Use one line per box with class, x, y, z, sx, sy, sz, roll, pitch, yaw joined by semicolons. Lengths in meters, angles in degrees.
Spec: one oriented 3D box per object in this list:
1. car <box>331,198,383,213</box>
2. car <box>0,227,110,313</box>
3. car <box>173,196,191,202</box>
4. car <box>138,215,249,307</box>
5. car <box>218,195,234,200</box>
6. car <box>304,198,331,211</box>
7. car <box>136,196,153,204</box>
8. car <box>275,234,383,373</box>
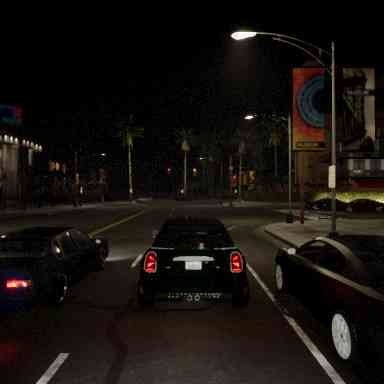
car;18.504;1.477;36.584;5.008;1.535;1.882;0;0;-1
car;-3.469;1.547;7.934;2.033;1.411;5.357;0;0;0
car;-2.215;1.538;77.466;2.033;1.411;5.357;0;0;33
car;0.032;1.352;8.153;2.097;1.767;4.553;0;0;0
car;9.084;1.498;88.892;4.892;1.490;1.837;0;0;-37
car;16.021;1.504;40.110;4.892;1.490;1.837;0;0;0
car;-8.890;1.524;62.883;1.812;1.442;4.674;0;0;15
car;2.880;1.480;5.816;2.097;1.535;5.008;0;0;-1
